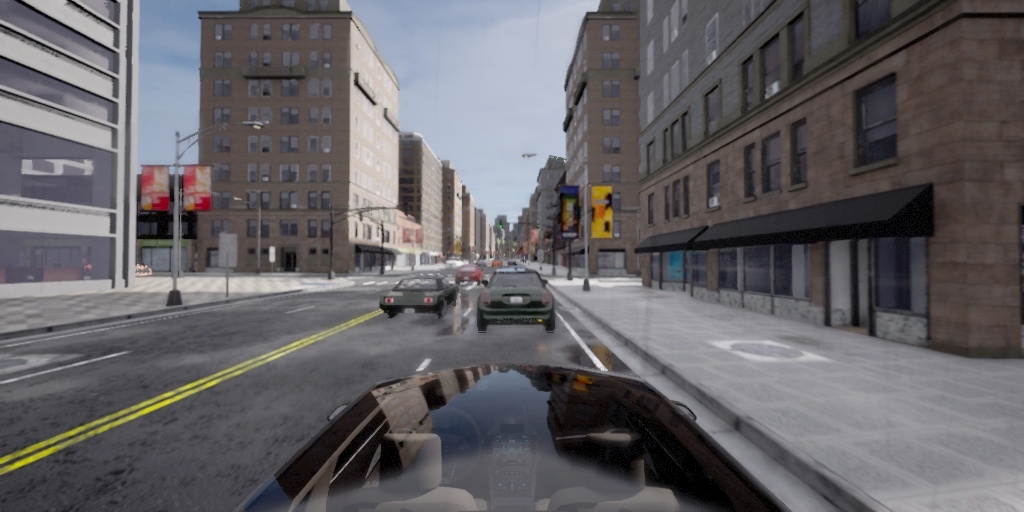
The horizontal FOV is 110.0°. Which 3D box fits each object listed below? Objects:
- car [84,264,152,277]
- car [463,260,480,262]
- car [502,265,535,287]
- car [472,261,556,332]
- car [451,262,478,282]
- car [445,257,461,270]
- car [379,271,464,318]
[{"bbox_3d":[-35.781,1.108,32.697,4.553,1.767,2.097,0,-1,0],"label":"car"},{"bbox_3d":[-6.574,1.624,59.718,1.895,1.301,4.718,0,0,0],"label":"car"},{"bbox_3d":[0.567,1.441,26.815,1.994,1.385,4.181,0,0,8],"label":"car"},{"bbox_3d":[0.100,1.152,11.236,2.097,1.767,4.553,0,0,0],"label":"car"},{"bbox_3d":[-3.157,1.405,27.182,1.812,1.442,4.674,0,0,0],"label":"car"},{"bbox_3d":[-9.817,1.247,60.337,2.150,2.045,5.566,0,0,1],"label":"car"},{"bbox_3d":[-3.154,1.412,13.263,1.895,1.301,4.718,0,0,0],"label":"car"}]
